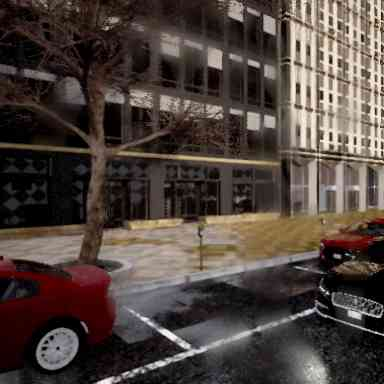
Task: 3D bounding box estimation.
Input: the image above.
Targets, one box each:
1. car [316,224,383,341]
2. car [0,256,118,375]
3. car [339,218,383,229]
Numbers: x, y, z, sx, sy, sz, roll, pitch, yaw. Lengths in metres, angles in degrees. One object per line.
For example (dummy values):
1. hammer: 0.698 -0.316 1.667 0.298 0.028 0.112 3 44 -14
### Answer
1. car: 4.278 1.490 6.152 4.892 1.490 1.837 0 0 -36
2. car: -3.177 1.546 4.011 4.507 1.381 1.887 0 0 -35
3. car: 5.836 1.522 10.483 4.507 1.381 1.887 0 0 -36
